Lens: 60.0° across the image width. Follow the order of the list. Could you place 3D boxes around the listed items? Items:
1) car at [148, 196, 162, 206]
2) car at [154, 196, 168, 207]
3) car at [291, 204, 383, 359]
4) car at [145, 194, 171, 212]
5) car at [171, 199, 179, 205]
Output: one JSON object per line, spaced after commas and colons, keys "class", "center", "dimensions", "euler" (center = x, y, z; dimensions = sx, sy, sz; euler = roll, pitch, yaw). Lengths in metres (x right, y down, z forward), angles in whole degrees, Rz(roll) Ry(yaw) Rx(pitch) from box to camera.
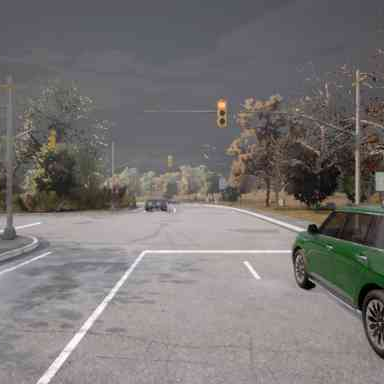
{"class": "car", "center": [-7.923, 1.848, 70.658], "dimensions": [2.150, 2.045, 5.566], "euler": [0, -1, -13]}
{"class": "car", "center": [-5.220, 1.626, 55.326], "dimensions": [2.097, 1.767, 4.553], "euler": [0, -1, -7]}
{"class": "car", "center": [3.583, 1.223, 6.060], "dimensions": [2.150, 2.045, 5.566], "euler": [0, 0, 0]}
{"class": "car", "center": [-4.176, 1.277, 39.998], "dimensions": [2.150, 2.045, 5.566], "euler": [0, 0, 1]}
{"class": "car", "center": [-4.634, 2.383, 82.983], "dimensions": [2.128, 1.511, 4.902], "euler": [0, -1, -22]}
